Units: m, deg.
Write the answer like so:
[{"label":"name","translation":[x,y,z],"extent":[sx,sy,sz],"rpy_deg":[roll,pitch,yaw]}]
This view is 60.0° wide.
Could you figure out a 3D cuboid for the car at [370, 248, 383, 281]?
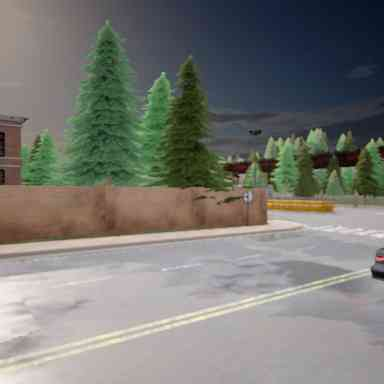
[{"label":"car","translation":[6.676,1.608,8.506],"extent":[5.357,1.411,2.033],"rpy_deg":[0,0,-35]}]
